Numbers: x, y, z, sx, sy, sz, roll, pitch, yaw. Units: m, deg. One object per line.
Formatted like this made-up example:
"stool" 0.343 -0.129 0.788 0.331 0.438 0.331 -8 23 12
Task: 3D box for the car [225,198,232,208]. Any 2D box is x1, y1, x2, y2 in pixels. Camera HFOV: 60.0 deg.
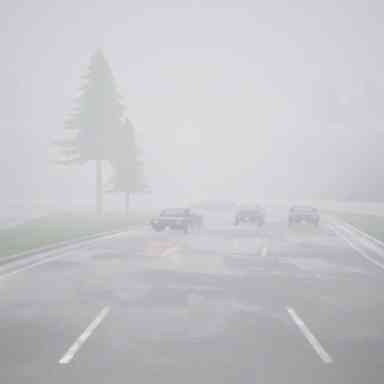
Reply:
"car" 3.597 1.507 41.424 1.812 1.442 4.674 1 0 -33

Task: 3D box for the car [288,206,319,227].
"car" 7.622 1.594 23.029 1.895 1.301 4.718 0 0 16

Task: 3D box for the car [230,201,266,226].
"car" 4.105 1.516 23.276 1.812 1.442 4.674 0 0 15

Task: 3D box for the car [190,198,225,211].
"car" 1.463 1.582 38.736 1.895 1.301 4.718 0 0 -28

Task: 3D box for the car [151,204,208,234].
"car" -0.673 1.591 19.366 1.895 1.301 4.718 0 0 16
